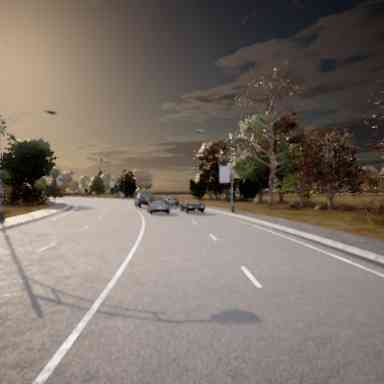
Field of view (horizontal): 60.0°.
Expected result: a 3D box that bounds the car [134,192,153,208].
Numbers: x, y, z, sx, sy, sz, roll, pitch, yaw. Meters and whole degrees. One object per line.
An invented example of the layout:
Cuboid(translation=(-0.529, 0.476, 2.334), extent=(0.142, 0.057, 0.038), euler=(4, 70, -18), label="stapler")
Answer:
Cuboid(translation=(-6.470, 1.036, 45.172), extent=(2.150, 2.045, 5.566), euler=(0, 1, -17), label="car")

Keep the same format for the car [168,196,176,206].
Cuboid(translation=(-3.225, 1.301, 46.489), extent=(2.128, 1.511, 4.902), euler=(0, 0, -17), label="car")

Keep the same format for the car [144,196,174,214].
Cuboid(translation=(-3.401, 1.425, 33.240), extent=(1.994, 1.385, 4.181), euler=(0, 0, -12), label="car")

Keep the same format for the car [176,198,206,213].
Cuboid(translation=(-0.052, 1.457, 34.293), extent=(1.895, 1.301, 4.718), euler=(0, 0, -12), label="car")
